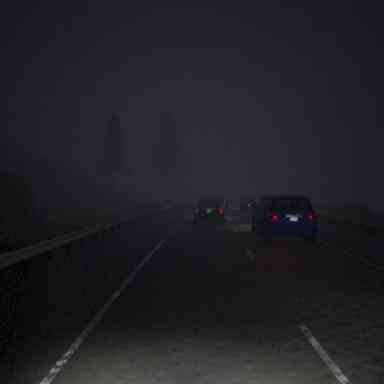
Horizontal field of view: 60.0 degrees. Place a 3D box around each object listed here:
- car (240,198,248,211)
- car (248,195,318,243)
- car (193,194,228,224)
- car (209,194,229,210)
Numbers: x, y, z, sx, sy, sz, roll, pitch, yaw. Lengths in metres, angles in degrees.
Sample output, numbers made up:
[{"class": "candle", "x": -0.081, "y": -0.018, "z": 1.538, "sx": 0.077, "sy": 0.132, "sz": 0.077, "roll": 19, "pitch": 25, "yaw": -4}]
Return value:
[{"class": "car", "x": 6.366, "y": 1.396, "z": 37.341, "sx": 1.994, "sy": 1.385, "sz": 4.181, "roll": 0, "pitch": 0, "yaw": 8}, {"class": "car", "x": 4.159, "y": 1.152, "z": 15.722, "sx": 2.150, "sy": 2.045, "sz": 5.566, "roll": 0, "pitch": 0, "yaw": 3}, {"class": "car", "x": 1.274, "y": 1.244, "z": 23.619, "sx": 2.097, "sy": 1.767, "sz": 4.553, "roll": 0, "pitch": 0, "yaw": 5}, {"class": "car", "x": 3.361, "y": 1.165, "z": 40.946, "sx": 2.097, "sy": 1.767, "sz": 4.553, "roll": 0, "pitch": 0, "yaw": 8}]
